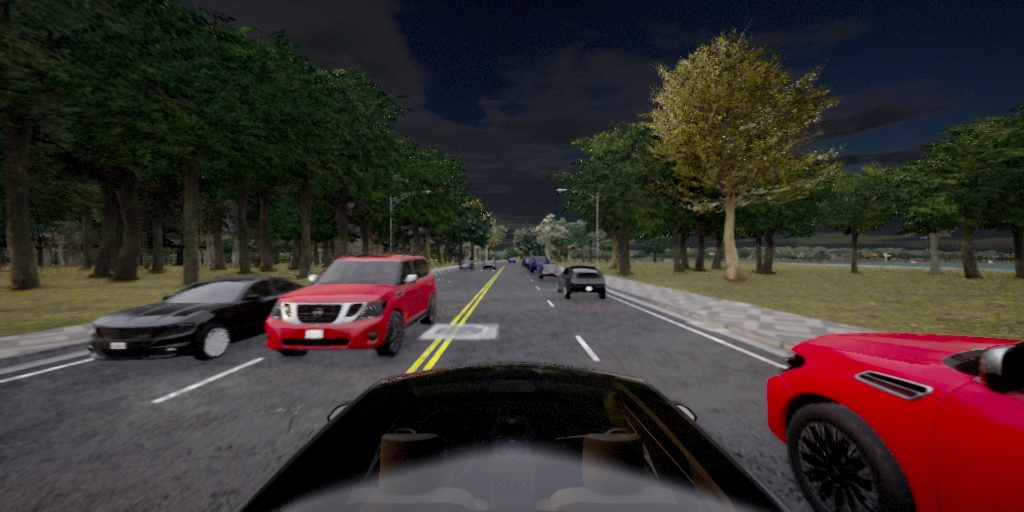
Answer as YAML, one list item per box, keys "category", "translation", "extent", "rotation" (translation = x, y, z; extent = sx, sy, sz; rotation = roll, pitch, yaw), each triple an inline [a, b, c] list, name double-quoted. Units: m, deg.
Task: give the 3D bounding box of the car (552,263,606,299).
- category: "car"
  translation: [3.352, 1.252, 18.018]
  extent: [1.837, 1.490, 4.892]
  rotation: [0, -2, 0]

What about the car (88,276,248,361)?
- category: "car"
  translation: [-6.598, 1.228, 8.507]
  extent: [1.882, 1.535, 5.008]
  rotation: [0, 0, 0]

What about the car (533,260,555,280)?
- category: "car"
  translation: [3.255, 1.308, 31.940]
  extent: [2.033, 1.411, 5.357]
  rotation: [0, 0, 0]

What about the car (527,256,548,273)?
- category: "car"
  translation: [3.256, 0.998, 42.971]
  extent: [2.150, 2.045, 5.566]
  rotation: [0, 0, 0]

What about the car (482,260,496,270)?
- category: "car"
  translation: [-3.299, 1.300, 52.716]
  extent: [1.837, 1.490, 4.892]
  rotation: [0, 0, 0]

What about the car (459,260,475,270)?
- category: "car"
  translation: [-6.549, 1.286, 52.400]
  extent: [2.128, 1.511, 4.902]
  rotation: [0, 0, 0]

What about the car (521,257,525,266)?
- category: "car"
  translation: [3.259, 1.333, 64.971]
  extent: [2.163, 1.488, 4.792]
  rotation: [0, 0, 0]

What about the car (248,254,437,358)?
- category: "car"
  translation: [-3.349, 0.972, 8.848]
  extent: [2.150, 2.045, 5.566]
  rotation: [0, 0, 0]

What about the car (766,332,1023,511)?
- category: "car"
  translation: [3.350, 0.971, 0.818]
  extent: [2.150, 2.045, 5.566]
  rotation: [0, 0, 0]

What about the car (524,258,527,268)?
- category: "car"
  translation: [3.258, 1.277, 53.941]
  extent: [1.882, 1.535, 5.008]
  rotation: [0, 0, 0]
